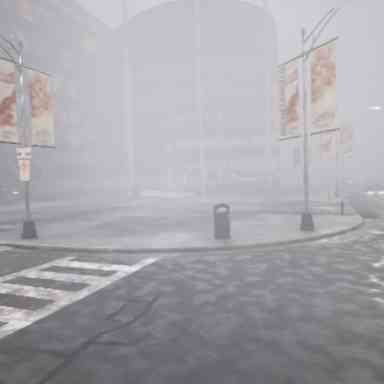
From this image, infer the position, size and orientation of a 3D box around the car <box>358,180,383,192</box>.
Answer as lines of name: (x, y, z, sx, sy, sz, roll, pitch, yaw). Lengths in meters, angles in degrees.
car: (22.296, -0.802, 41.170, 1.994, 1.385, 4.181, -1, 3, 19)

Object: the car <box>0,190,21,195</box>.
car: (-20.911, 0.457, 37.348, 4.674, 1.452, 2.002, -1, 2, 21)

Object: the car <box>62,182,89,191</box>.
car: (-23.312, -0.909, 66.098, 5.566, 2.045, 2.435, -1, 2, 21)

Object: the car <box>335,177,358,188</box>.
car: (25.479, -1.625, 54.266, 2.097, 1.767, 4.553, -2, 2, -10)
